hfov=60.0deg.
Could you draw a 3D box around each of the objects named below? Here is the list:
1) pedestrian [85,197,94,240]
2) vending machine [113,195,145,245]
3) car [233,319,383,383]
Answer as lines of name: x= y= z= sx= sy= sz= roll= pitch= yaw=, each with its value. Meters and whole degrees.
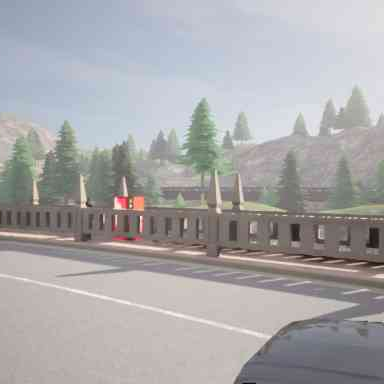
pedestrian: x=-4.496 y=1.136 z=14.330 sx=0.375 sy=1.860 sz=0.375 roll=1 pitch=1 yaw=28
vending machine: x=-2.789 y=1.189 z=14.724 sx=0.880 sy=2.100 sz=1.100 roll=1 pitch=0 yaw=29
car: x=2.848 y=1.548 z=1.856 sx=5.357 sy=1.411 sz=2.033 roll=0 pitch=0 yaw=35
